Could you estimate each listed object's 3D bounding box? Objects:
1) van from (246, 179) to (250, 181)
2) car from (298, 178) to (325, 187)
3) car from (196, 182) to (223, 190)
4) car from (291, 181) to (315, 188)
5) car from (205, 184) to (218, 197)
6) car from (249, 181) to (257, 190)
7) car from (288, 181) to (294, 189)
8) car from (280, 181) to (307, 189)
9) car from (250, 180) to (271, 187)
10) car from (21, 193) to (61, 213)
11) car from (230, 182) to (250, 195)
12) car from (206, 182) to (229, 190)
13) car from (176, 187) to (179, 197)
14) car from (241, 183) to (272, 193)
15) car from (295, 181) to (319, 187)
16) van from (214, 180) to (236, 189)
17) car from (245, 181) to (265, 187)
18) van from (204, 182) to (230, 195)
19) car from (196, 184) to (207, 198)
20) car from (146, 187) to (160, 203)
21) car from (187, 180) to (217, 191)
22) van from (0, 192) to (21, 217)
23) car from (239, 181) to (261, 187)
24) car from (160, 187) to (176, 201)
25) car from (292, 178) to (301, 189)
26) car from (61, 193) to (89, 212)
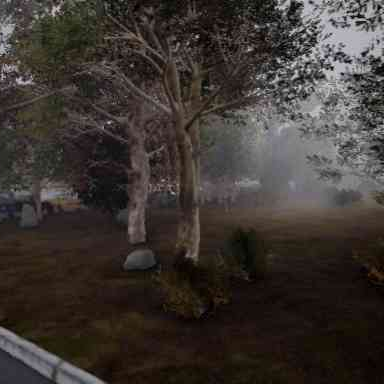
[{"bbox_3d":[10.653,-1.938,77.958,4.442,1.987,1.878,1,3,39],"label":"van"},{"bbox_3d":[28.325,-2.287,78.990,5.566,2.045,2.435,1,4,39],"label":"car"},{"bbox_3d":[3.612,-1.217,69.253,5.366,1.575,1.946,1,3,39],"label":"car"},{"bbox_3d":[24.865,-1.731,74.667,4.792,1.488,2.163,1,4,39],"label":"car"},{"bbox_3d":[0.669,0.019,44.314,4.674,1.452,2.002,1,3,39],"label":"car"},{"bbox_3d":[9.174,-0.644,55.260,5.366,1.575,1.946,1,3,39],"label":"car"},{"bbox_3d":[16.243,-1.131,63.809,5.008,1.535,2.097,1,3,39],"label":"car"},{"bbox_3d":[21.425,-1.503,70.318,5.008,1.535,2.097,1,3,39],"label":"car"},{"bbox_3d":[17.742,-2.244,86.647,4.892,1.521,2.231,1,4,39],"label":"car"},{"bbox_3d":[-13.145,1.007,26.956,4.792,1.488,2.163,1,3,39],"label":"car"},{"bbox_3d":[5.837,-0.362,50.829,4.792,1.488,2.163,1,3,39],"label":"car"},{"bbox_3d":[5.506,-1.295,71.327,4.674,1.452,2.002,1,3,39],"label":"car"},{"bbox_3d":[-2.791,0.267,39.978,4.674,1.452,2.002,1,3,39],"label":"car"},{"bbox_3d":[11.072,-0.731,57.295,4.792,1.488,2.163,1,3,39],"label":"car"},{"bbox_3d":[26.645,-1.867,76.803,4.792,1.488,2.163,1,4,39],"label":"car"},{"bbox_3d":[7.339,-1.683,73.432,4.442,1.987,1.878,1,3,39],"label":"van"},{"bbox_3d":[15.989,-2.066,84.467,4.674,1.452,2.002,1,4,39],"label":"car"},{"bbox_3d":[2.488,-0.368,46.393,4.442,1.987,1.878,1,3,39],"label":"van"},{"bbox_3d":[-1.064,0.103,42.145,5.008,1.535,2.097,1,3,39],"label":"car"},{"bbox_3d":[-6.245,0.476,35.637,5.008,1.535,2.097,1,3,39],"label":"car"},{"bbox_3d":[1.984,-1.338,66.955,5.566,2.045,2.435,1,3,39],"label":"car"},{"bbox_3d":[-14.992,0.874,24.870,4.442,1.987,1.878,1,3,39],"label":"van"},{"bbox_3d":[14.264,-1.939,82.254,4.792,1.488,2.163,1,3,39],"label":"car"},{"bbox_3d":[-4.497,0.227,37.782,4.553,1.767,2.185,1,3,39],"label":"car"},{"bbox_3d":[17.943,-1.506,65.986,5.566,2.045,2.435,1,3,39],"label":"car"},{"bbox_3d":[-11.583,0.845,29.257,5.366,1.575,1.946,1,3,39],"label":"car"}]
